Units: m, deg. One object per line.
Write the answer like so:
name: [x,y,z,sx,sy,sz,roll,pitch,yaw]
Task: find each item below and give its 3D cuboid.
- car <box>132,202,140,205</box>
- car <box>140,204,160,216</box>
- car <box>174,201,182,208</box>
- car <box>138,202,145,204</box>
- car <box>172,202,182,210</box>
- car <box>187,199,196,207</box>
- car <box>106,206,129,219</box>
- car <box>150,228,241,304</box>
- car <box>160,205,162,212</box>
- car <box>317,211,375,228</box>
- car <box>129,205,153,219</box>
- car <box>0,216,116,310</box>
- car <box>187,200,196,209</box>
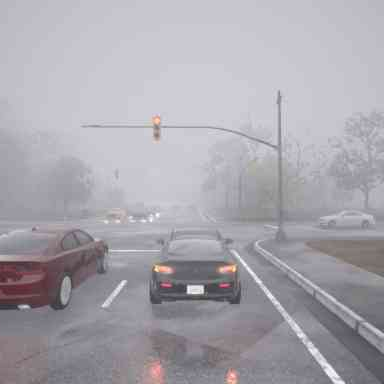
car: [-10.657,3.095,55.817,2.097,1.767,4.553,0,-1,0]
car: [-7.159,3.245,56.562,2.128,1.511,4.902,0,-1,0]
car: [-3.715,3.210,86.803,1.812,1.442,4.674,0,0,-3]
car: [-10.609,3.027,66.477,2.150,2.045,5.566,0,0,0]
car: [-3.601,3.342,76.892,1.895,1.301,4.718,0,0,0]
car: [-0.207,2.877,86.926,2.097,1.767,4.553,0,0,-3]
car: [-10.659,3.023,46.957,1.882,1.535,5.008,0,-2,0]
car: [0.070,1.604,8.179,1.812,1.442,4.674,0,-1,0]
car: [-7.109,3.297,66.618,2.128,1.511,4.902,0,0,0]
car: [13.208,2.334,28.622,4.674,1.442,1.812,0,-2,-1]
car: [-7.148,3.026,47.091,1.882,1.535,5.008,0,-2,1]
car: [-3.427,1.554,8.037,1.882,1.535,5.008,0,-1,0]
car: [-0.102,3.289,77.191,1.994,1.385,4.181,0,0,0]
